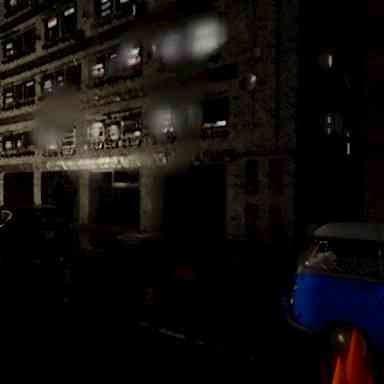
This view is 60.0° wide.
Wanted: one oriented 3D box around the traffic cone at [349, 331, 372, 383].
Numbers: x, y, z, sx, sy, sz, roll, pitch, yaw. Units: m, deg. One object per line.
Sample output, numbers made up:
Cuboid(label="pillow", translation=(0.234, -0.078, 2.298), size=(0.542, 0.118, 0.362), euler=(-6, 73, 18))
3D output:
Cuboid(label="traffic cone", translation=(1.948, 1.955, 3.965), size=(0.340, 0.580, 0.340), euler=(0, 1, 25))

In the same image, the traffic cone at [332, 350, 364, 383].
Cuboid(label="traffic cone", translation=(1.488, 1.956, 3.337), size=(0.340, 0.580, 0.340), euler=(0, 0, 35))

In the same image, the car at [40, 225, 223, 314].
Cuboid(label="car", translation=(-1.323, 1.581, 7.445), size=(4.206, 1.307, 1.802), euler=(0, 1, 35))

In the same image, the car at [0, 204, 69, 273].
Cuboid(label="car", translation=(-5.945, 1.312, 10.719), size=(5.009, 1.841, 2.192), euler=(0, 1, 35))

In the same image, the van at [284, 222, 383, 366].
Cuboid(label="van", translation=(3.295, 1.343, 4.166), size=(3.998, 1.788, 1.690), euler=(0, 1, 35))
